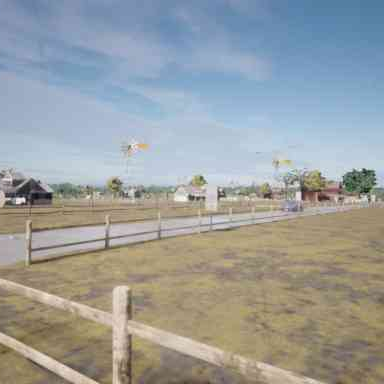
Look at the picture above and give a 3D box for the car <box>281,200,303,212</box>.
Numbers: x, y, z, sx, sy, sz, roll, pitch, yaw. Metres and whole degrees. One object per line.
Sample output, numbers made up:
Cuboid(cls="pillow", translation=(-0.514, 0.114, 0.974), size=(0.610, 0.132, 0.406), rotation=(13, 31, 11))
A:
Cuboid(cls="car", translation=(14.891, 2.000, 49.328), size=(2.097, 1.767, 4.553), rotation=(1, 0, 36))
